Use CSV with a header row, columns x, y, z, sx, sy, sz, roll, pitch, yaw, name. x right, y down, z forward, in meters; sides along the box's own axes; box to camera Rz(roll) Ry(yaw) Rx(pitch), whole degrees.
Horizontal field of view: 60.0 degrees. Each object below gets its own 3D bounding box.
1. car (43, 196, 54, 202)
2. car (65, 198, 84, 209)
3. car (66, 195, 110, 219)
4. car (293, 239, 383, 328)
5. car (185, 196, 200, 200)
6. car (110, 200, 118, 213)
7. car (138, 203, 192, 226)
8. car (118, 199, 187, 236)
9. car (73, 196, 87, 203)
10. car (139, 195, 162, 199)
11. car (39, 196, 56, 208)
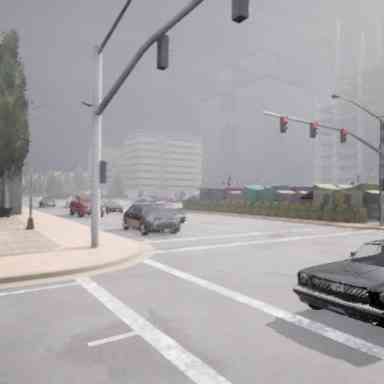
x,y,z,sx,sy,sz,roll,pitch,yaw,name
-37.349,1.732,86.523,1.882,1.535,5.008,1,-1,-35,car
-18.009,1.716,50.769,1.812,1.442,4.674,1,-1,-32,car
-10.039,1.349,31.620,2.150,2.045,5.566,1,0,-33,car
4.240,1.696,6.782,4.718,1.301,1.895,1,-1,-34,car
1.386,1.634,60.995,3.866,1.878,1.905,1,-1,-34,car
-9.114,1.657,36.680,1.882,1.535,5.008,1,-1,-33,car
-2.212,1.663,25.848,2.128,1.511,4.902,1,0,-33,car
-2.452,1.473,19.571,2.097,1.767,4.553,1,-1,-31,car
-25.468,1.636,75.340,1.837,1.490,4.892,1,-1,-34,car
-9.617,1.639,77.244,3.866,1.878,1.905,1,-1,-34,car
-21.807,1.639,50.241,2.128,1.511,4.902,1,-1,-32,car
